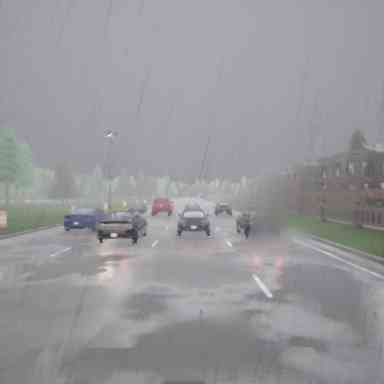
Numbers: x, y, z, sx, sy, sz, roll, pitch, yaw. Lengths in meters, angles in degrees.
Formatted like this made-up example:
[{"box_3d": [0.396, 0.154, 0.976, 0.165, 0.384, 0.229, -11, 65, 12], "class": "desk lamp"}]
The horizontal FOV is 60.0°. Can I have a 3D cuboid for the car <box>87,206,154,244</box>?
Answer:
[{"box_3d": [-3.401, 1.687, 16.929, 2.128, 1.511, 4.902, 0, -1, 0], "class": "car"}]

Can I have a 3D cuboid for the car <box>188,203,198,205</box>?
[{"box_3d": [0.098, 2.025, 40.255, 1.994, 1.385, 4.181, 0, -1, 0], "class": "car"}]

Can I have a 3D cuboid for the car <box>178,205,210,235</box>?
[{"box_3d": [0.099, 1.758, 20.295, 1.812, 1.442, 4.674, 0, -1, 0], "class": "car"}]

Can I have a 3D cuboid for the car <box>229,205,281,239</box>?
[{"box_3d": [3.599, 1.706, 18.615, 2.128, 1.511, 4.902, 0, -1, 0], "class": "car"}]

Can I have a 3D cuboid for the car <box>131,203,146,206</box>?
[{"box_3d": [-6.902, 2.053, 42.669, 1.994, 1.385, 4.181, 0, -1, 0], "class": "car"}]

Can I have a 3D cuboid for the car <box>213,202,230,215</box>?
[{"box_3d": [3.599, 1.957, 39.456, 1.837, 1.490, 4.892, 0, 0, 0], "class": "car"}]

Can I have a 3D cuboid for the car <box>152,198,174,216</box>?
[{"box_3d": [-3.403, 1.670, 39.116, 2.150, 2.045, 5.566, 0, 0, 0], "class": "car"}]

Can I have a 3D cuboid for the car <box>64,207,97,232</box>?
[{"box_3d": [-6.901, 1.734, 22.298, 1.882, 1.535, 5.008, 0, 0, 0], "class": "car"}]
